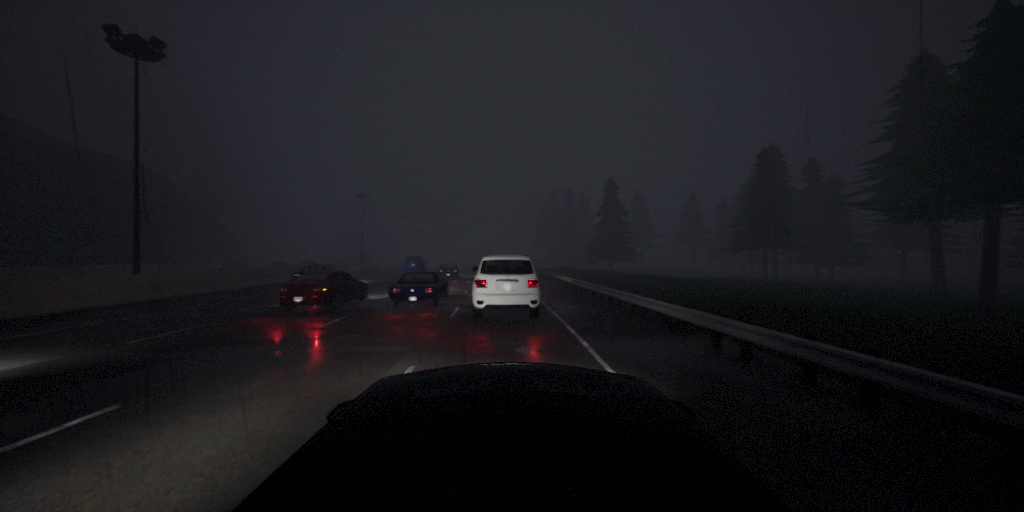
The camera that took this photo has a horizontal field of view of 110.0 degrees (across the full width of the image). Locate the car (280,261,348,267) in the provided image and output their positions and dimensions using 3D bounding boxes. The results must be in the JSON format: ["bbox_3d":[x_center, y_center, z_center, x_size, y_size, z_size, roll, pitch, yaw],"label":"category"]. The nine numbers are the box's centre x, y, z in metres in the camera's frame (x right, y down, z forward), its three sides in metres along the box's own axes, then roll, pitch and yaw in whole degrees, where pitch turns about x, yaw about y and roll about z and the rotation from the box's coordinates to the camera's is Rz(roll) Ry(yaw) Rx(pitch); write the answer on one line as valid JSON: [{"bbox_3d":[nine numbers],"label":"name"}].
[{"bbox_3d":[-11.486,1.256,21.812,2.128,1.511,4.902,0,0,-5],"label":"car"}]

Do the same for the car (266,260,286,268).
[{"bbox_3d":[-29.970,1.351,46.243,1.994,1.385,4.181,0,0,-13],"label":"car"}]

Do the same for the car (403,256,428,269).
[{"bbox_3d":[-10.174,0.988,37.921,2.150,2.045,5.566,0,0,-10],"label":"car"}]

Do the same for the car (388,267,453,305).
[{"bbox_3d":[-3.965,1.357,16.036,1.895,1.301,4.718,0,0,-4],"label":"car"}]

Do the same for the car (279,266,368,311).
[{"bbox_3d":[-7.375,1.285,14.416,1.812,1.442,4.674,0,0,-4],"label":"car"}]

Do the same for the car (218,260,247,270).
[{"bbox_3d":[-37.774,1.300,48.716,1.837,1.490,4.892,0,0,-14],"label":"car"}]

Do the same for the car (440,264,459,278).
[{"bbox_3d":[-5.951,1.362,33.813,1.895,1.301,4.718,0,0,-9],"label":"car"}]

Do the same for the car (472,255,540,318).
[{"bbox_3d":[-0.280,0.974,13.237,2.150,2.045,5.566,0,0,-3],"label":"car"}]
